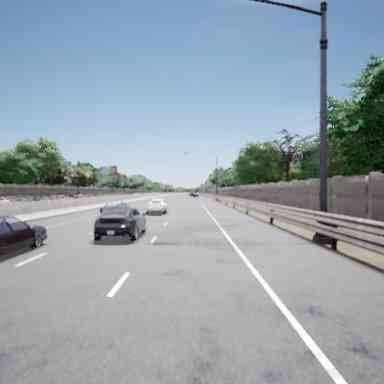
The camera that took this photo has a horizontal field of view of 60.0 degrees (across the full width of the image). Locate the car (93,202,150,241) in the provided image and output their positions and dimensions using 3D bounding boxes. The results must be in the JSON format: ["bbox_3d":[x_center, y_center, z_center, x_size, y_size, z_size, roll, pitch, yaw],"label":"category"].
[{"bbox_3d":[-3.410,1.449,16.372,1.837,1.490,4.892,0,0,0],"label":"car"}]

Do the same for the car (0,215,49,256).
[{"bbox_3d":[-6.906,1.509,11.387,2.033,1.411,5.357,0,0,0],"label":"car"}]

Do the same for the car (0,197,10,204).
[{"bbox_3d":[-24.606,1.374,41.593,1.812,1.442,4.674,0,0,0],"label":"car"}]

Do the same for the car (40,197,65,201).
[{"bbox_3d":[-17.605,1.405,43.591,1.994,1.385,4.181,0,0,0],"label":"car"}]

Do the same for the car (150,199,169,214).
[{"bbox_3d":[-3.417,1.407,33.286,1.812,1.442,4.674,0,0,0],"label":"car"}]

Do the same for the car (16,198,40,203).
[{"bbox_3d":[-21.103,1.407,43.143,1.994,1.385,4.181,0,0,0],"label":"car"}]
